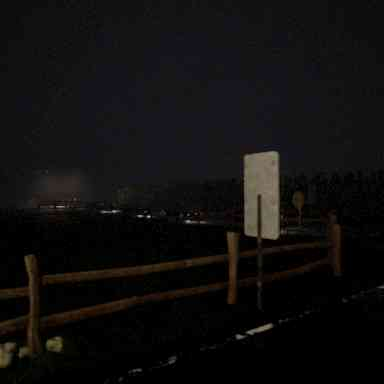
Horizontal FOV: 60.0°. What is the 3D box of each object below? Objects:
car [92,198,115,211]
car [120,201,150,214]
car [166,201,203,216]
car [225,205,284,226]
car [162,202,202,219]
[{"bbox_3d":[-12.632,1.721,47.550,2.097,1.767,4.553,0,0,-34],"label":"car"},{"bbox_3d":[-6.691,1.827,39.131,2.033,1.411,5.357,0,0,-35],"label":"car"},{"bbox_3d":[-0.910,1.774,36.077,1.994,1.385,4.181,0,0,-35],"label":"car"},{"bbox_3d":[4.306,1.649,23.654,1.812,1.442,4.674,0,0,-35],"label":"car"},{"bbox_3d":[-1.007,1.703,31.135,1.837,1.490,4.892,0,0,-35],"label":"car"}]
